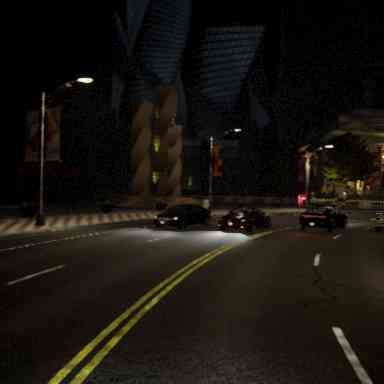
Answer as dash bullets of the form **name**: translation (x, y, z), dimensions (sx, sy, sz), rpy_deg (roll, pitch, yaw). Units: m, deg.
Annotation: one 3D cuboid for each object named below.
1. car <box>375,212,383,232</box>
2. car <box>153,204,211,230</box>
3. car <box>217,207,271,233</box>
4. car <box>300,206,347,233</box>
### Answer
- **car**: translation (13.105, 1.792, 21.128), dimensions (1.812, 1.442, 4.674), rpy_deg (1, 0, 43)
- **car**: translation (-0.450, 1.478, 20.836), dimensions (1.812, 1.442, 4.674), rpy_deg (1, 0, 32)
- **car**: translation (3.247, 1.603, 20.163), dimensions (1.994, 1.385, 4.181), rpy_deg (1, 0, 34)
- **car**: translation (8.414, 1.650, 21.074), dimensions (2.128, 1.511, 4.902), rpy_deg (1, 0, 38)
